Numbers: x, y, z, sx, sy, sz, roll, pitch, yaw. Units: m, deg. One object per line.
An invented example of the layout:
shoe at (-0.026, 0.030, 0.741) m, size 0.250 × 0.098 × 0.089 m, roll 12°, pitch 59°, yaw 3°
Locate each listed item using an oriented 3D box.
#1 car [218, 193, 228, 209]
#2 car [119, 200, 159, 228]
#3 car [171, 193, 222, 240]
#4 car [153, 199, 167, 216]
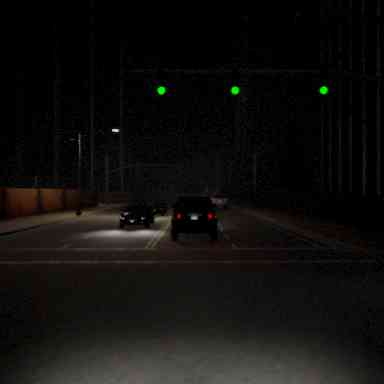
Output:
car at (3.520, 1.192, 44.428) m, size 2.150 × 2.045 × 5.566 m, roll 0°, pitch 0°, yaw 0°
car at (-3.585, 1.506, 22.337) m, size 1.837 × 1.490 × 4.892 m, roll 0°, pitch 0°, yaw 0°
car at (0.105, 1.227, 17.296) m, size 2.150 × 2.045 × 5.566 m, roll 0°, pitch 0°, yaw 0°
car at (-3.545, 1.466, 32.675) m, size 1.882 × 1.535 × 5.008 m, roll 0°, pitch 0°, yaw 1°
